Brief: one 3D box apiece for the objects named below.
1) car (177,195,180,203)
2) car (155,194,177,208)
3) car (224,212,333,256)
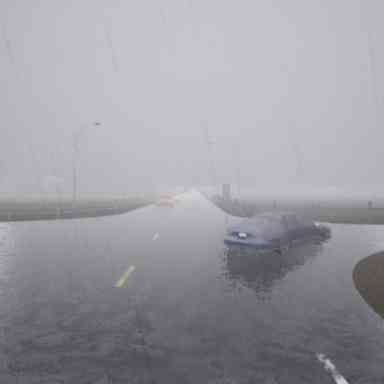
[{"bbox_3d":[-3.207,1.150,59.380,1.882,1.535,5.008,0,0,1],"label":"car"},{"bbox_3d":[-3.400,1.130,42.383,2.097,1.767,4.553,0,0,1],"label":"car"},{"bbox_3d":[3.523,1.484,12.973,5.357,1.411,2.033,0,0,-44],"label":"car"}]
